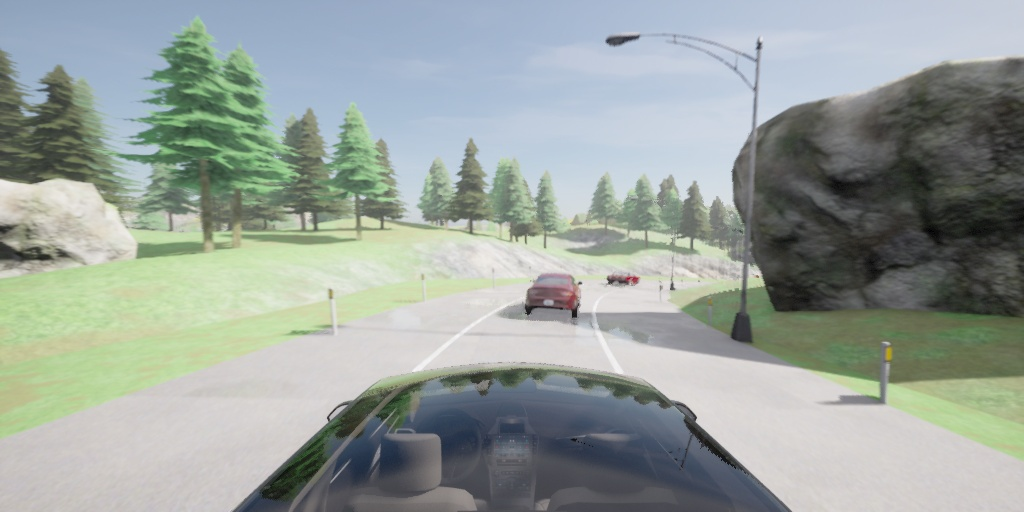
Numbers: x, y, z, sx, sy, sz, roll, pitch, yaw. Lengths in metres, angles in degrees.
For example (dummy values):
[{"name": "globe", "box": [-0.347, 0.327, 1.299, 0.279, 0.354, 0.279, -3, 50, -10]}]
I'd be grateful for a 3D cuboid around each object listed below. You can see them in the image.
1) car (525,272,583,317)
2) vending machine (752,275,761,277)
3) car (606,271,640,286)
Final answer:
[{"name": "car", "box": [1.668, 1.349, 13.684, 1.812, 1.442, 4.674, 2, 0, 12]}, {"name": "vending machine", "box": [31.178, 3.455, 45.898, 0.880, 2.100, 1.100, 0, 0, -29]}, {"name": "car", "box": [10.540, 2.092, 33.565, 1.895, 1.301, 4.718, 4, 0, 35]}]
